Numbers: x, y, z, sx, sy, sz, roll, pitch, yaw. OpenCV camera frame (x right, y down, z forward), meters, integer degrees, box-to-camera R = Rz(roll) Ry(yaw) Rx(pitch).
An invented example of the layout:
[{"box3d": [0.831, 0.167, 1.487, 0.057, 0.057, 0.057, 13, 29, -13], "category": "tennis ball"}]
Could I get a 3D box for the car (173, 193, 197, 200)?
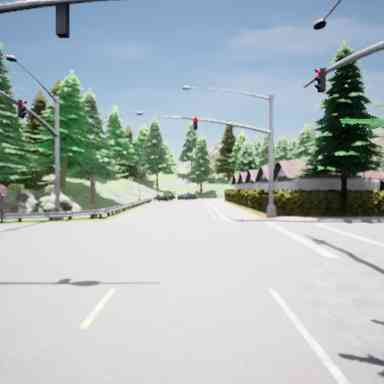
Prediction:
[{"box3d": [-0.954, 0.796, 61.808, 1.994, 1.385, 4.181, 1, 1, 36], "category": "car"}]
